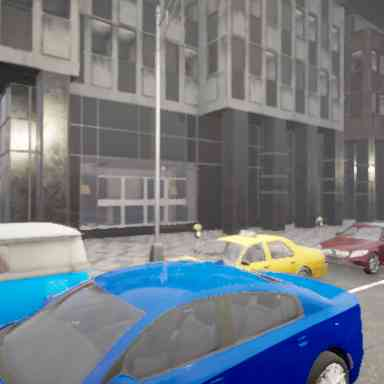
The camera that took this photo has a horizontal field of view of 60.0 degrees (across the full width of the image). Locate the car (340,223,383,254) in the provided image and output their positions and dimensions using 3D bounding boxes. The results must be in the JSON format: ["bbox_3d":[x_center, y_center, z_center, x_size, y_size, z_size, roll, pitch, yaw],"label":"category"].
[{"bbox_3d":[5.766,1.681,10.760,4.206,1.307,1.802,1,-1,-35],"label":"car"}]

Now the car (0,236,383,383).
[{"bbox_3d":[-0.387,1.490,3.103,5.008,1.535,1.882,1,0,-35],"label":"car"}]

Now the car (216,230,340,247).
[{"bbox_3d":[1.067,1.572,7.410,4.829,1.417,1.752,1,-1,-35],"label":"car"}]

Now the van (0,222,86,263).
[{"bbox_3d":[-3.355,1.338,4.258,3.998,1.788,1.690,1,-1,-35],"label":"van"}]
